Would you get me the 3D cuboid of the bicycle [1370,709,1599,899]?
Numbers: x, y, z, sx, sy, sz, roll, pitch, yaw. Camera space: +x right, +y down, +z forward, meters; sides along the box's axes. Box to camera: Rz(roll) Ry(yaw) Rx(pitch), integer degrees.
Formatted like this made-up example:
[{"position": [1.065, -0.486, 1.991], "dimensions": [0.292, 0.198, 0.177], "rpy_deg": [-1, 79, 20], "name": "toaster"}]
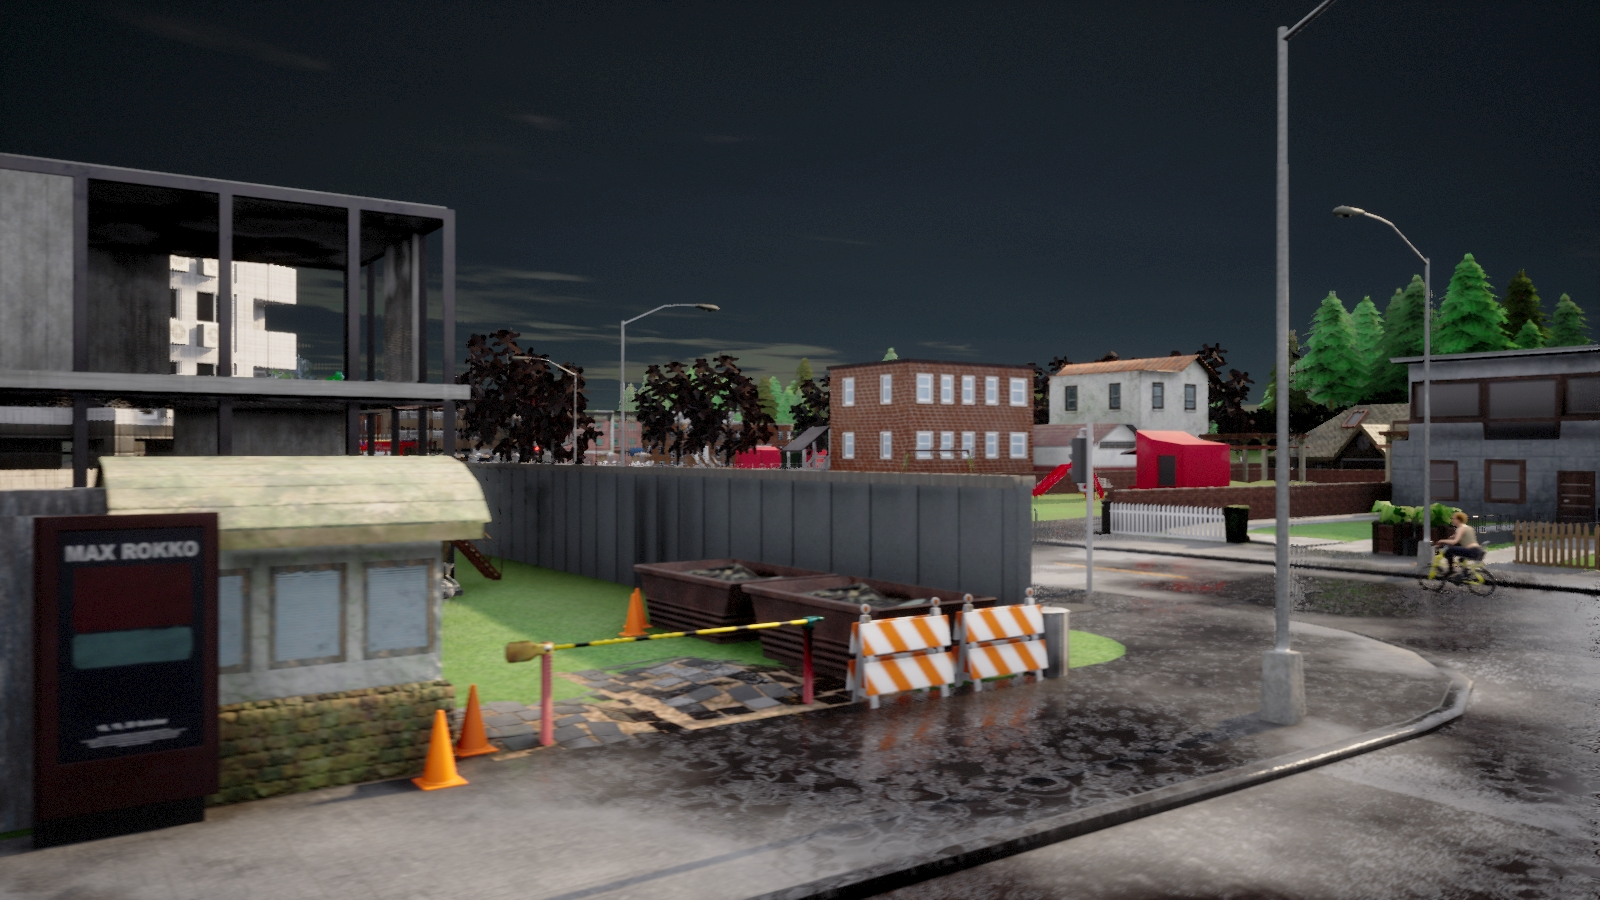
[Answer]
[{"position": [3.224, 2.060, 5.183], "dimensions": [1.835, 1.471, 0.329], "rpy_deg": [0, 0, -36], "name": "bicycle"}]
